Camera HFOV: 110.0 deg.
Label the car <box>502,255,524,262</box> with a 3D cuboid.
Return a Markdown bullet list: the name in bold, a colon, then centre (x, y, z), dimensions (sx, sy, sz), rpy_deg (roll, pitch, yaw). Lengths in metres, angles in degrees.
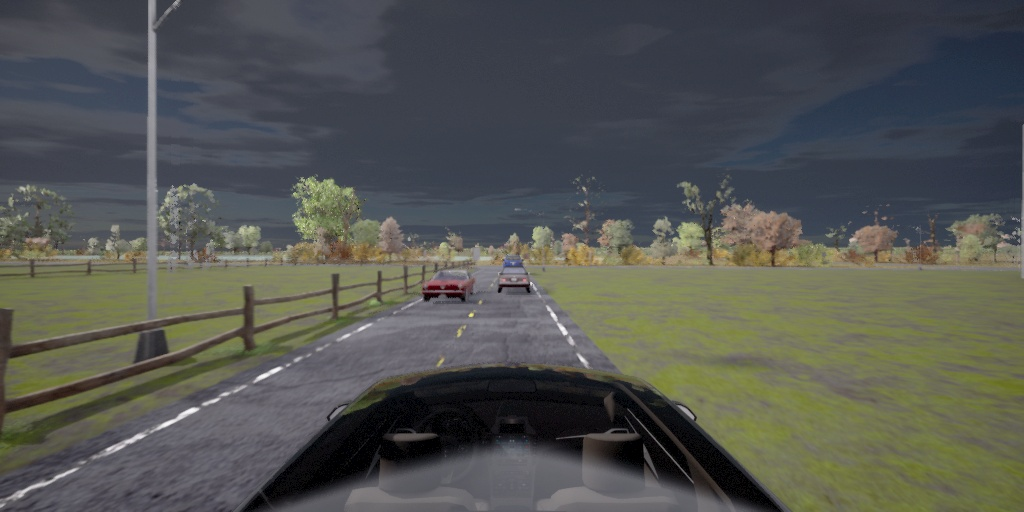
- **car**: centre (0.126, 0.916, 39.544), dimensions (2.150, 2.045, 5.566), rpy_deg (0, 0, 0)

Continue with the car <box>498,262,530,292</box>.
- **car**: centre (0.114, 1.277, 21.199), dimensions (2.033, 1.411, 5.357), rpy_deg (0, 0, 0)

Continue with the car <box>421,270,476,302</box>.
- **car**: centre (-2.833, 1.338, 16.889), dimensions (1.895, 1.301, 4.718), rpy_deg (0, 0, 0)
